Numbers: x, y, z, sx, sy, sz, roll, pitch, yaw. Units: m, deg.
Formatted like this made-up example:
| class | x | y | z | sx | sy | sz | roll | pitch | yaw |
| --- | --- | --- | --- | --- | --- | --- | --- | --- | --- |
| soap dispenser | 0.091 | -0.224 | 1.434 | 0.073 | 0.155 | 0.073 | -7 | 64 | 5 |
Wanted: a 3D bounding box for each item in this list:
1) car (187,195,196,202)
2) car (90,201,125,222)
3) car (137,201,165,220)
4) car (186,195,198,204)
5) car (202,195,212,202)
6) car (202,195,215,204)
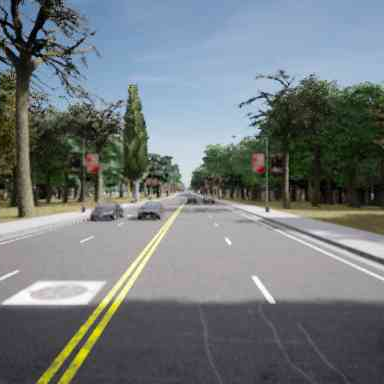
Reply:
| class | x | y | z | sx | sy | sz | roll | pitch | yaw |
| --- | --- | --- | --- | --- | --- | --- | --- | --- | --- |
| car | -0.026 | 1.446 | 71.862 | 1.837 | 1.490 | 4.892 | 0 | 0 | 0 |
| car | -6.537 | 1.468 | 26.214 | 1.812 | 1.442 | 4.674 | 0 | 0 | 0 |
| car | -3.274 | 1.490 | 27.734 | 2.033 | 1.411 | 5.357 | 0 | 0 | 0 |
| car | -0.022 | 1.504 | 61.437 | 1.837 | 1.490 | 4.892 | 0 | 0 | 0 |
| car | 3.224 | 1.470 | 71.863 | 1.812 | 1.442 | 4.674 | 0 | 0 | 0 |
| car | 3.228 | 1.527 | 61.849 | 1.812 | 1.442 | 4.674 | 0 | 0 | 0 |
